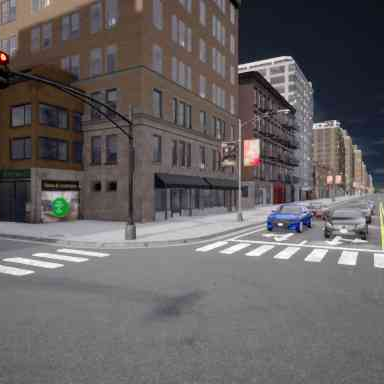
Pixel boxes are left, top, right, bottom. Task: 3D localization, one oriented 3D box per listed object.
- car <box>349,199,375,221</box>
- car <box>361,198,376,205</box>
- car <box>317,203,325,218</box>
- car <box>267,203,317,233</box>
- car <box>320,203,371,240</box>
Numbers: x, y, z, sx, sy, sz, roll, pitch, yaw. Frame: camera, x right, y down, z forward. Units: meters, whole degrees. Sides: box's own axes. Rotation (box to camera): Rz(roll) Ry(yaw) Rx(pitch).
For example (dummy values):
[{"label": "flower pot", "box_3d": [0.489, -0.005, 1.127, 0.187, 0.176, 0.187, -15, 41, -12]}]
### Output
[{"label": "car", "box_3d": [12.624, 1.521, 25.337, 1.837, 1.490, 4.892, 0, 0, 29]}, {"label": "car", "box_3d": [17.541, 1.523, 34.059, 1.837, 1.490, 4.892, 0, 0, 30]}, {"label": "car", "box_3d": [10.420, 1.583, 28.050, 1.994, 1.385, 4.181, 0, 0, 29]}, {"label": "car", "box_3d": [6.033, 1.494, 20.235, 1.882, 1.535, 5.008, 0, 0, 29]}, {"label": "car", "box_3d": [8.088, 1.539, 17.273, 1.812, 1.442, 4.674, 0, 0, 29]}]
